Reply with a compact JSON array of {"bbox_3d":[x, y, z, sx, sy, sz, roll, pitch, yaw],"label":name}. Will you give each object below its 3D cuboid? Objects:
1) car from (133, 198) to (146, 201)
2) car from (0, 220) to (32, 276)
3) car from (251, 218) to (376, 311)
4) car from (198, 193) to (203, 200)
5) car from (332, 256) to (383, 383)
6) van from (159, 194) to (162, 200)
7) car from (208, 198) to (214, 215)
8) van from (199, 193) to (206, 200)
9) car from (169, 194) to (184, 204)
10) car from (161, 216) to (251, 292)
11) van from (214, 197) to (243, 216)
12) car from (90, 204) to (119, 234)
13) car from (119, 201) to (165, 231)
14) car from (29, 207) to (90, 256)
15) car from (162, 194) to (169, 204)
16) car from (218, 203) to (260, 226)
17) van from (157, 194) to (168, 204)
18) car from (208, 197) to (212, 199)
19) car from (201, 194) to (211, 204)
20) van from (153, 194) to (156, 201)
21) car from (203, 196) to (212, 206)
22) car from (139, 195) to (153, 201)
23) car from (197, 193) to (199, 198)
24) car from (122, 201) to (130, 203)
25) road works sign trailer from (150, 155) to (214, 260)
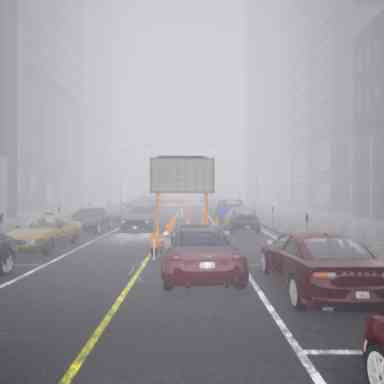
[{"bbox_3d":[-5.730,1.536,30.159,1.947,1.339,4.313,0,0,0],"label":"car"},{"bbox_3d":[-5.755,1.556,7.612,1.947,1.339,4.313,0,0,0],"label":"car"},{"bbox_3d":[2.770,1.535,7.620,1.887,1.381,4.507,0,0,0],"label":"car"},{"bbox_3d":[2.832,1.277,63.982,2.192,1.841,5.009,0,0,0],"label":"car"},{"bbox_3d":[2.763,1.542,1.984,1.887,1.381,4.507,0,0,0],"label":"car"},{"bbox_3d":[-5.712,1.305,47.068,1.690,1.788,3.998,0,0,0],"label":"van"},{"bbox_3d":[2.795,1.521,30.165,2.008,1.369,4.403,0,0,0],"label":"car"},{"bbox_3d":[2.864,1.314,92.163,1.690,1.788,3.998,0,0,0],"label":"van"},{"bbox_3d":[-2.991,1.525,61.557,1.994,1.385,4.181,0,0,0],"label":"car"},{"bbox_3d":[0.162,1.552,9.005,1.994,1.385,4.181,0,-1,-5],"label":"car"},{"bbox_3d":[2.788,1.315,24.529,1.690,1.788,3.998,0,0,0],"label":"van"},{"bbox_3d":[-5.743,1.544,18.885,1.947,1.339,4.313,0,0,0],"label":"car"},{"bbox_3d":[-3.078,1.525,20.561,2.033,1.411,5.357,0,0,0],"label":"car"},{"bbox_3d":[-5.749,1.509,13.078,1.752,1.417,4.829,0,0,0],"label":"car"},{"bbox_3d":[-5.699,1.277,58.341,2.192,1.841,5.009,0,0,0],"label":"car"},{"bbox_3d":[2.782,1.529,18.892,2.008,1.369,4.403,0,0,0],"label":"car"},{"bbox_3d":[-5.692,1.303,63.977,1.690,1.788,3.998,0,0,0],"label":"van"},{"bbox_3d":[2.801,1.549,35.802,1.802,1.307,4.206,0,0,0],"label":"car"},{"bbox_3d":[2.820,1.507,52.710,1.887,1.381,4.507,0,0,0],"label":"car"},{"bbox_3d":[-5.718,1.306,41.432,1.690,1.788,3.998,0,0,0],"label":"van"},{"bbox_3d":[2.808,1.516,41.438,2.008,1.369,4.403,0,0,0],"label":"car"},{"bbox_3d":[-5.724,1.407,35.795,1.967,1.590,4.097,0,0,0],"label":"car"},{"bbox_3d":[2.858,1.495,86.698,1.752,1.417,4.829,0,0,0],"label":"car"},{"bbox_3d":[-5.736,1.556,24.522,1.802,1.307,4.206,0,0,0],"label":"car"},{"bbox_3d":[-0.378,0.449,12.459,2.380,3.560,2.880,0,0,-5],"label":"road works sign trailer"}]
